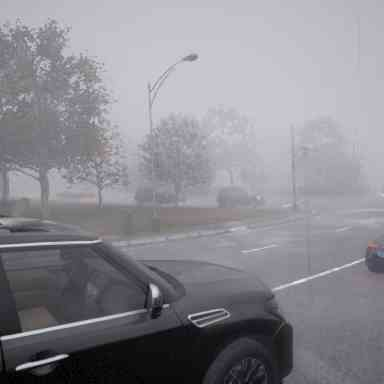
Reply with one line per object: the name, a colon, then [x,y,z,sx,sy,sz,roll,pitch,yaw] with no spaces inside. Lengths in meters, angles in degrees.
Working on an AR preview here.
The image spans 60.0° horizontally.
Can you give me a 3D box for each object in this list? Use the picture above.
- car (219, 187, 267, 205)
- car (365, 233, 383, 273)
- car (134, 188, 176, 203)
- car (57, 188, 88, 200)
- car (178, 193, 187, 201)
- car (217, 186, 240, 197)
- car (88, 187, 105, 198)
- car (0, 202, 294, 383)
car: [5.796,0.642,36.423,4.553,1.767,2.097,-1,3,33]
car: [6.562,1.452,9.316,4.181,1.385,1.994,-2,1,-42]
car: [-5.009,0.482,43.311,5.566,2.045,2.150,1,4,33]
car: [-19.077,0.452,52.337,4.718,1.301,1.895,2,4,33]
car: [-2.921,0.446,46.136,4.553,1.767,2.097,1,3,33]
car: [5.737,0.355,40.601,5.566,2.045,2.150,0,3,33]
car: [-16.504,0.055,54.824,4.553,1.767,2.097,2,4,33]
car: [-1.577,1.220,2.770,5.566,2.045,2.150,0,0,-35]
